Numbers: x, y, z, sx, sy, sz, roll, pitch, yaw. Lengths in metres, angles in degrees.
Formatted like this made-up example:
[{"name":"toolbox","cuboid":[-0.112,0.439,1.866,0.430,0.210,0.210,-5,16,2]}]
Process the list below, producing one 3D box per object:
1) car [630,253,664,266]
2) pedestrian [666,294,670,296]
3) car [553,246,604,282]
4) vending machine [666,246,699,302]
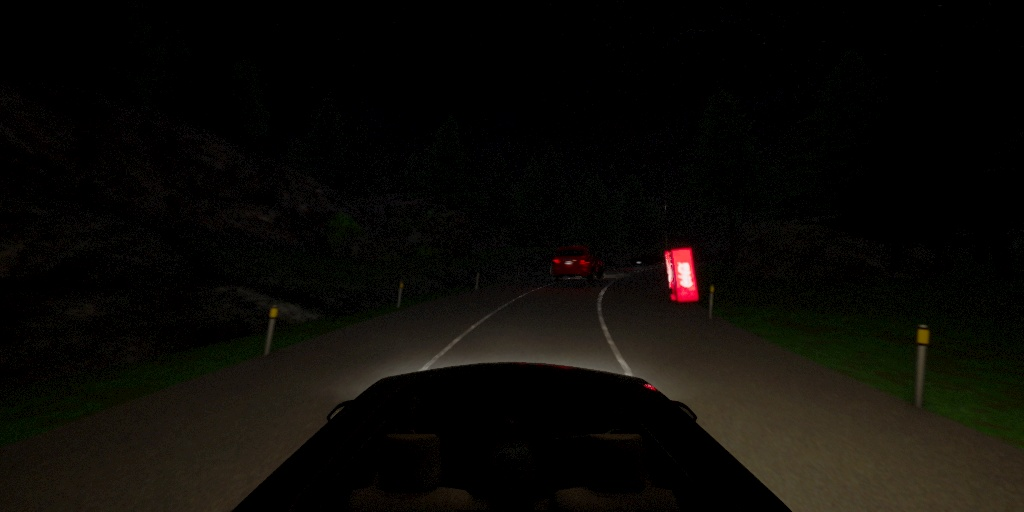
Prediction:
[{"name":"car","cuboid":[14.308,0.287,37.755,1.895,1.301,4.718,-4,-2,43]},{"name":"pedestrian","cuboid":[6.758,0.766,15.100,0.375,1.860,0.375,5,-3,17]},{"name":"car","cuboid":[4.157,0.453,21.936,2.150,2.045,5.566,-2,0,23]},{"name":"vending machine","cuboid":[6.788,0.690,14.051,1.100,2.100,0.880,0,0,16]}]
